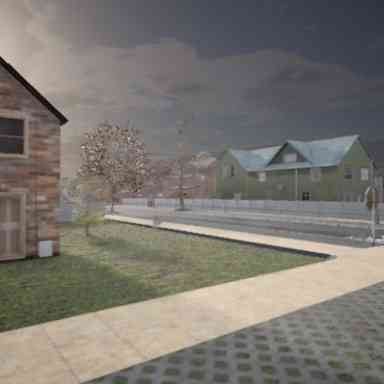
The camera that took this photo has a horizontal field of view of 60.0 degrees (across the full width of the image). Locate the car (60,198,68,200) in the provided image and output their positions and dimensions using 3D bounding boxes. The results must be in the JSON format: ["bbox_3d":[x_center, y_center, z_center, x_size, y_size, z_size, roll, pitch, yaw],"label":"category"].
[{"bbox_3d":[-23.396,1.803,61.134,2.033,1.411,5.357,0,-1,-35],"label":"car"}]
